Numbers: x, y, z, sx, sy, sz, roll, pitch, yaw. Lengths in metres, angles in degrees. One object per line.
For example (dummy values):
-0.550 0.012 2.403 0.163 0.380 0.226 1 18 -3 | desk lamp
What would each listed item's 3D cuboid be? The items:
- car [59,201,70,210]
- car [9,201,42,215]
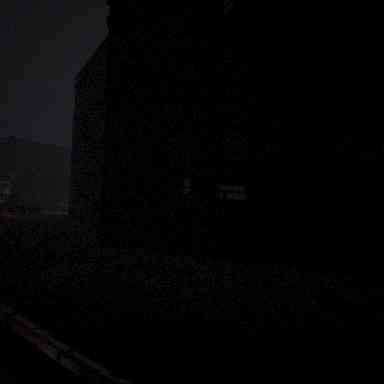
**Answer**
-18.619 2.146 51.754 2.128 1.511 4.902 4 -1 11 | car
-19.796 1.847 39.845 1.882 1.535 5.008 4 -1 3 | car
